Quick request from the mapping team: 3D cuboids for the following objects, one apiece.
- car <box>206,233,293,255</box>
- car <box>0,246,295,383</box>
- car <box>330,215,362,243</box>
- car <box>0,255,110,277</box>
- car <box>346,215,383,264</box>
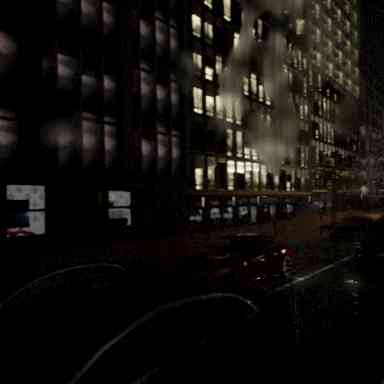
[{"bbox_3d":[1.401,1.837,9.350,1.802,1.307,4.206,-3,-3,41],"label":"car"},{"bbox_3d":[-0.811,1.591,2.847,2.128,1.511,4.902,-2,-2,41],"label":"car"},{"bbox_3d":[8.851,1.955,17.935,2.008,1.369,4.403,-3,-3,41],"label":"car"},{"bbox_3d":[-2.325,1.731,5.060,2.008,1.369,4.403,-3,-3,41],"label":"car"},{"bbox_3d":[7.557,1.740,12.327,1.882,1.535,5.008,-2,-2,41],"label":"car"}]
